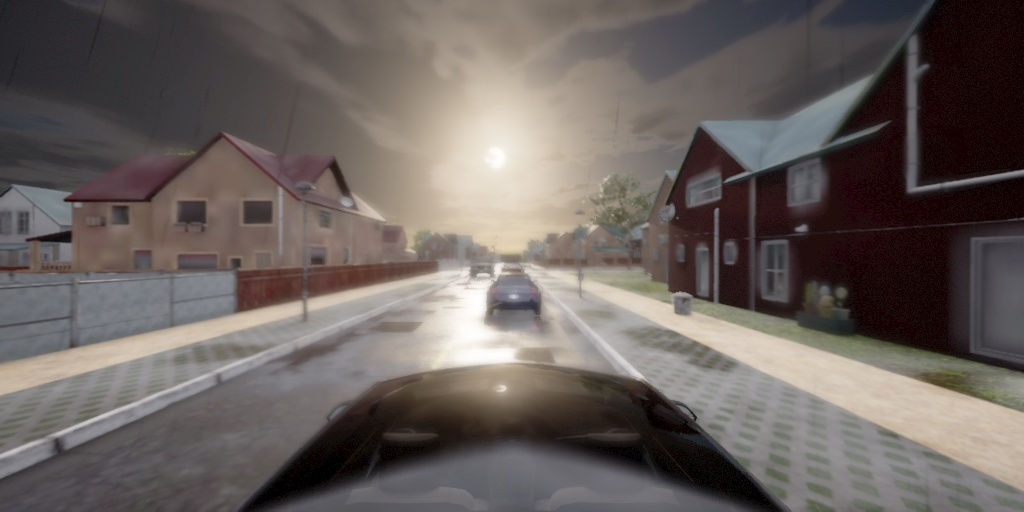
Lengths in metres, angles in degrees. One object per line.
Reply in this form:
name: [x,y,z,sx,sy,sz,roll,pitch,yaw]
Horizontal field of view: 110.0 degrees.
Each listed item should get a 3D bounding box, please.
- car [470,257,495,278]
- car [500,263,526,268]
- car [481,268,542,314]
car: [-2.809,1.065,35.408,2.150,2.045,5.566,0,-1,0]
car: [0.071,1.286,28.334,1.882,1.535,5.008,0,0,0]
car: [0.073,1.323,13.858,1.994,1.385,4.181,0,0,0]
